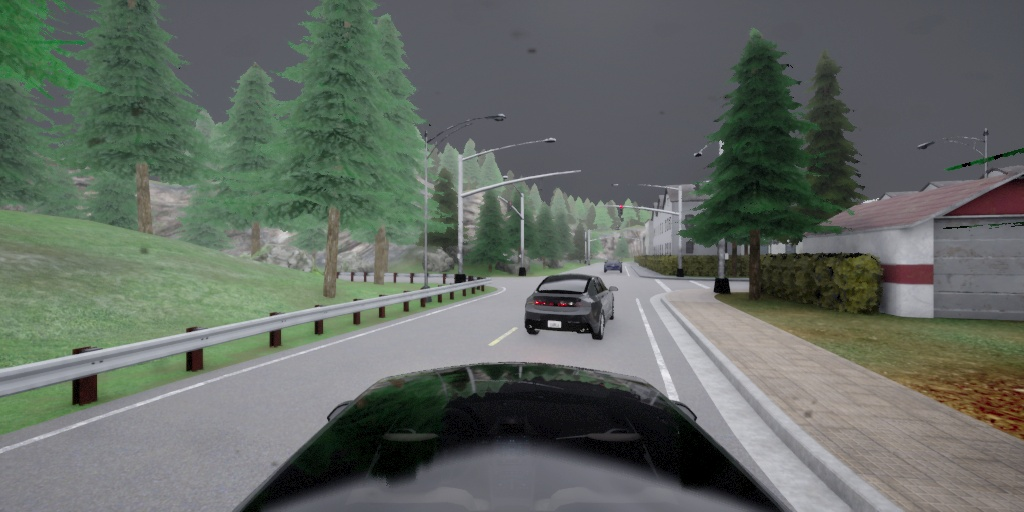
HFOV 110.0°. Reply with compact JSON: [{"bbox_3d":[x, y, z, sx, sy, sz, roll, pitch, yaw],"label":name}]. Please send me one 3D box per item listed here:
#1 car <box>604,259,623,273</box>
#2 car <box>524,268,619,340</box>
[{"bbox_3d":[12.398,1.102,43.867,2.097,1.767,4.553,0,0,17],"label":"car"},{"bbox_3d":[1.800,1.255,10.152,1.837,1.490,4.892,0,0,21],"label":"car"}]
